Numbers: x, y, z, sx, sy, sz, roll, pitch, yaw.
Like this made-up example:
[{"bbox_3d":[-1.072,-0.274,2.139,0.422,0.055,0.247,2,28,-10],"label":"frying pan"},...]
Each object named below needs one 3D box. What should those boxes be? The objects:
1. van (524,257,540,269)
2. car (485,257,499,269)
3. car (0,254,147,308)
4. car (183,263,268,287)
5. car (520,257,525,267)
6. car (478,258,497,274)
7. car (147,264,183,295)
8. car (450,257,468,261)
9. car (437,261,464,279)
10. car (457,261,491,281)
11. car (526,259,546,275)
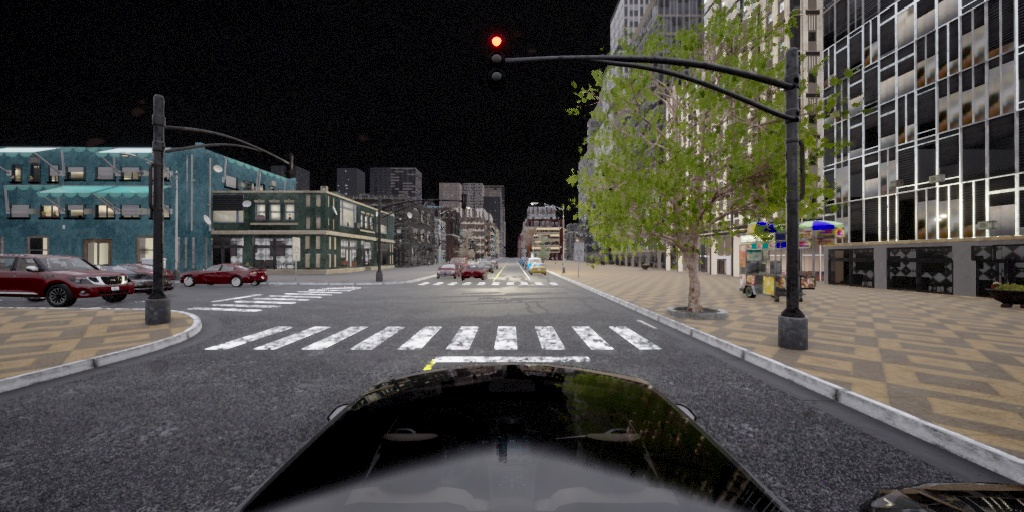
[{"bbox_3d":[2.722,1.096,43.651,1.690,1.789,3.998,0,0,0],"label":"van"},{"bbox_3d":[-3.048,1.282,54.447,1.812,1.442,4.674,0,0,0],"label":"car"},{"bbox_3d":[-17.150,0.850,13.173,5.009,1.841,2.192,0,0,-1],"label":"car"},{"bbox_3d":[-17.262,1.122,21.552,4.507,1.381,1.888,0,0,-1],"label":"car"},{"bbox_3d":[2.730,1.307,54.753,2.007,1.370,4.403,0,0,0],"label":"car"},{"bbox_3d":[-3.067,1.261,41.996,1.837,1.490,4.892,0,0,0],"label":"car"},{"bbox_3d":[-18.228,1.083,15.751,5.357,1.411,2.033,1,0,-1],"label":"car"},{"bbox_3d":[-5.662,1.069,38.104,2.192,1.841,5.009,0,0,0],"label":"car"},{"bbox_3d":[-5.666,1.335,32.553,1.802,1.307,4.207,0,0,0],"label":"car"},{"bbox_3d":[-3.078,1.354,29.724,1.895,1.301,4.718,0,0,0],"label":"car"},{"bbox_3d":[2.718,1.279,38.270,1.751,1.417,4.829,0,0,0],"label":"car"}]
